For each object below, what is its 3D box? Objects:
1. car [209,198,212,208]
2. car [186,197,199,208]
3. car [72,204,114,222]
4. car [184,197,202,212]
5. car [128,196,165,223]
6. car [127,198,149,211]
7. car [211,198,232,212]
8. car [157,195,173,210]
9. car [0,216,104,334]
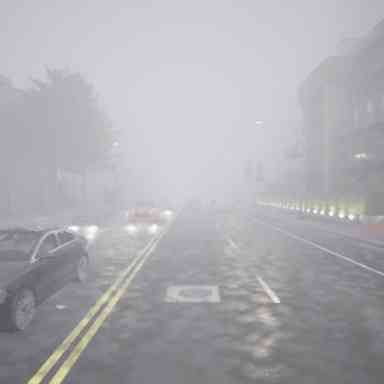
[{"bbox_3d":[3.559,1.584,49.977,1.882,1.535,5.008,0,0,0],"label":"car"},{"bbox_3d":[0.059,1.584,50.104,1.882,1.535,5.008,0,0,0],"label":"car"},{"bbox_3d":[-7.249,1.616,24.515,1.994,1.385,4.181,0,0,5],"label":"car"},{"bbox_3d":[0.138,1.438,40.217,2.097,1.767,4.553,0,0,0],"label":"car"},{"bbox_3d":[-3.566,1.407,25.720,2.097,1.767,4.553,0,0,0],"label":"car"},{"bbox_3d":[-7.034,1.584,43.619,2.128,1.511,4.902,0,0,0],"label":"car"},{"bbox_3d":[3.639,1.611,39.675,1.812,1.442,4.674,0,0,0],"label":"car"},{"bbox_3d":[-3.534,1.585,43.874,2.128,1.511,4.902,0,0,0],"label":"car"},{"bbox_3d":[-3.592,1.506,6.853,2.128,1.511,4.902,0,0,0],"label":"car"}]
